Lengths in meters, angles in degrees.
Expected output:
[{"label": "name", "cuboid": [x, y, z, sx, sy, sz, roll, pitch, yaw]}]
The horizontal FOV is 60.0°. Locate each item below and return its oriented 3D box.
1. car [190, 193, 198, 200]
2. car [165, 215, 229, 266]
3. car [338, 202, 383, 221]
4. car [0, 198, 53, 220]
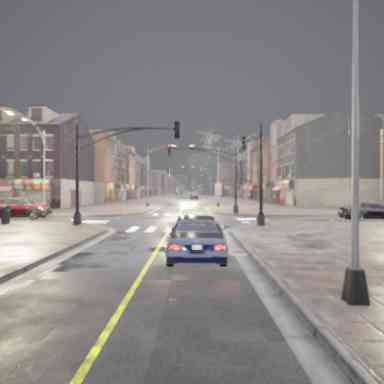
[{"label": "car", "cuboid": [0.461, 1.039, 78.096, 1.882, 1.535, 5.008, 0, 0, 0]}, {"label": "car", "cuboid": [0.148, 1.476, 11.164, 2.033, 1.411, 5.357, 0, 0, 0]}, {"label": "car", "cuboid": [12.489, 1.373, 23.209, 4.313, 1.339, 1.947, 0, 0, 0]}, {"label": "car", "cuboid": [-13.318, 1.224, 25.959, 4.553, 1.767, 2.097, 0, 0, 0]}]
